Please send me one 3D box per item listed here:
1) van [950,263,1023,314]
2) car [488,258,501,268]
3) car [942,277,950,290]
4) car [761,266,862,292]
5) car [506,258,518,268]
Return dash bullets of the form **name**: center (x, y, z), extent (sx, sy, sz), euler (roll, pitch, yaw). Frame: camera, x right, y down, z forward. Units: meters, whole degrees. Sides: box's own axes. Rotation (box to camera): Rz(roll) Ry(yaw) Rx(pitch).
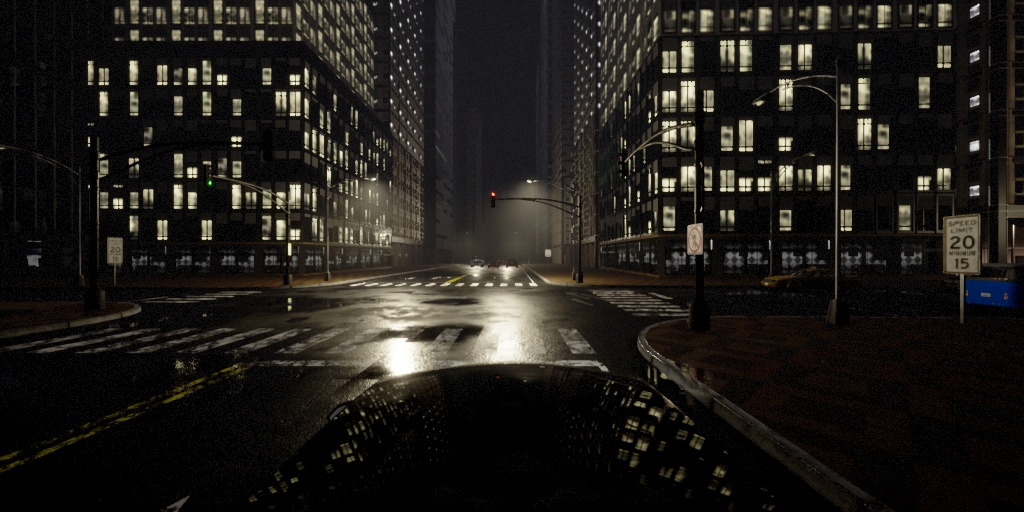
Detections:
- **van**: center (18.360, 1.119, 12.431), extent (3.998, 1.789, 1.690), euler (0, 0, 2)
- **car**: center (-3.240, 1.460, 63.220), extent (1.895, 1.301, 4.718), euler (0, 0, 0)
- **car**: center (26.925, 1.356, 20.117), extent (4.207, 1.307, 1.802), euler (0, 0, 2)
- **car**: center (17.091, 1.293, 20.603), extent (4.829, 1.417, 1.751), euler (0, 0, 2)
- **car**: center (0.011, 1.212, 63.577), extent (2.097, 1.767, 4.553), euler (0, 0, 0)
